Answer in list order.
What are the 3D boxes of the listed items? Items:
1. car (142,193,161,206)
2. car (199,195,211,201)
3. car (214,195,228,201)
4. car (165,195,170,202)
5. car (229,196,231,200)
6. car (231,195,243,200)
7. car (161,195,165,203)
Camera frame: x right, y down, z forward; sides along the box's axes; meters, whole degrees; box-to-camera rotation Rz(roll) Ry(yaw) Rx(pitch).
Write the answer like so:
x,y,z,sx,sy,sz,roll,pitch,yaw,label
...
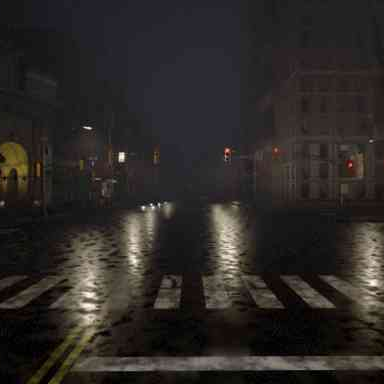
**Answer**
x,y,z,sx,sy,sz,roll,pitch,yaw,label
-7.076,1.221,56.486,2.150,2.045,5.566,0,0,0,car
3.287,1.524,85.339,1.812,1.442,4.674,0,0,22,car
7.088,1.525,85.317,2.128,1.511,4.902,0,0,25,car
-6.352,1.478,76.621,1.882,1.535,5.008,0,0,7,car
8.234,1.466,94.330,1.882,1.535,5.008,0,0,38,car
12.455,1.500,94.111,1.837,1.490,4.892,0,0,41,car
-7.009,1.505,66.178,1.837,1.490,4.892,0,0,1,car
